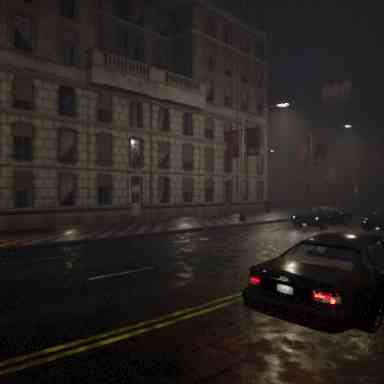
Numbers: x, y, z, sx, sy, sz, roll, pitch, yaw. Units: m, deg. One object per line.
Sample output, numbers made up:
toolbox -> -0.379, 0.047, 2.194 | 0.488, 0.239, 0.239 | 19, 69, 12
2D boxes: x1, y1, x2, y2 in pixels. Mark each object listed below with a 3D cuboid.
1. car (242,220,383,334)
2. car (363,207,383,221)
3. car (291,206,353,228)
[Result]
car -> 3.304, 1.545, 6.806 | 5.357, 1.411, 2.033 | 0, 0, -42
car -> 11.758, 1.539, 19.375 | 5.357, 1.411, 2.033 | 0, 0, -43
car -> 8.199, 1.594, 20.883 | 4.718, 1.301, 1.895 | 0, 0, -42
